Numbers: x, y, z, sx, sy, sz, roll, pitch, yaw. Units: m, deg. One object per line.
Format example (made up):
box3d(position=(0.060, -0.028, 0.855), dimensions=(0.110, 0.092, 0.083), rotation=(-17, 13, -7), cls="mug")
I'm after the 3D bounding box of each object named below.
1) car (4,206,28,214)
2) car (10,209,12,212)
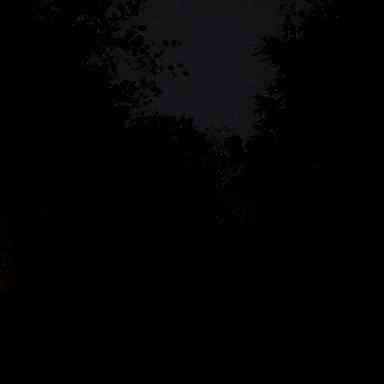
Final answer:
box3d(position=(-42.063, 4.226, 79.677), dimensions=(1.946, 1.575, 5.366), rotation=(0, 1, 19), cls="car")
box3d(position=(-33.070, 4.229, 55.594), dimensions=(5.566, 2.045, 2.435), rotation=(0, 0, 17), cls="car")
